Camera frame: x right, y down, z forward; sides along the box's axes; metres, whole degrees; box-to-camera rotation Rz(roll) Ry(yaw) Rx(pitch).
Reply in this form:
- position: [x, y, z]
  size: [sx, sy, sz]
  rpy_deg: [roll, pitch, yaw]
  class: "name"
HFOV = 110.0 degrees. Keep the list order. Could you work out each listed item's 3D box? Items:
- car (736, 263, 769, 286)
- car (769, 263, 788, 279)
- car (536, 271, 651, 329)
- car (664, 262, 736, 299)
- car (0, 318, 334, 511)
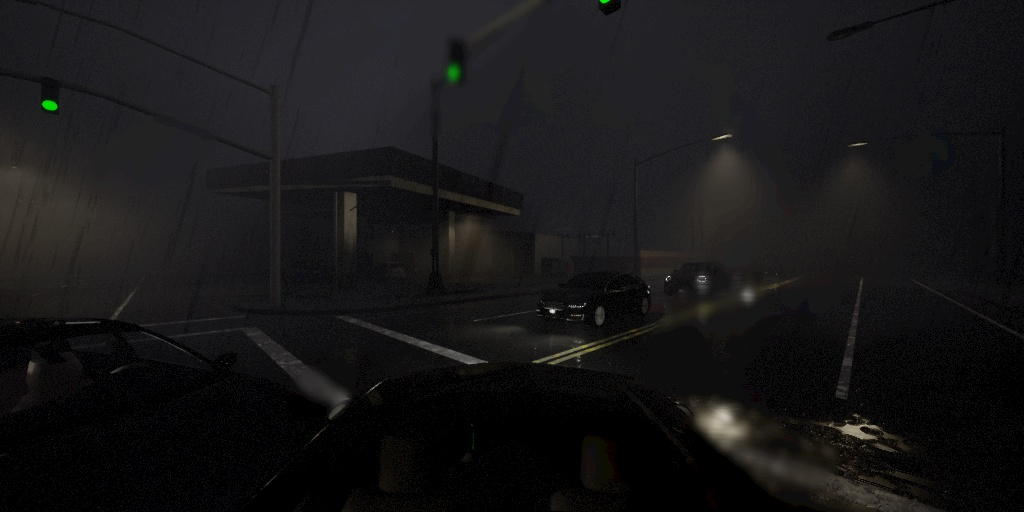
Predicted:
- position: [16.446, 1.314, 25.365]
  size: [1.994, 1.385, 4.181]
  rpy_deg: [0, 0, 44]
  class: "car"
- position: [23.524, 1.314, 32.475]
  size: [4.181, 1.385, 1.994]
  rpy_deg: [0, 0, -45]
  class: "car"
- position: [2.790, 1.255, 11.500]
  size: [1.837, 1.490, 4.892]
  rpy_deg: [0, 0, 44]
  class: "car"
- position: [9.575, 1.102, 18.400]
  size: [2.097, 1.767, 4.553]
  rpy_deg: [0, 0, 45]
  class: "car"
- position: [-3.440, 1.242, 2.432]
  size: [4.902, 1.511, 2.128]
  rpy_deg: [0, 0, 14]
  class: "car"
